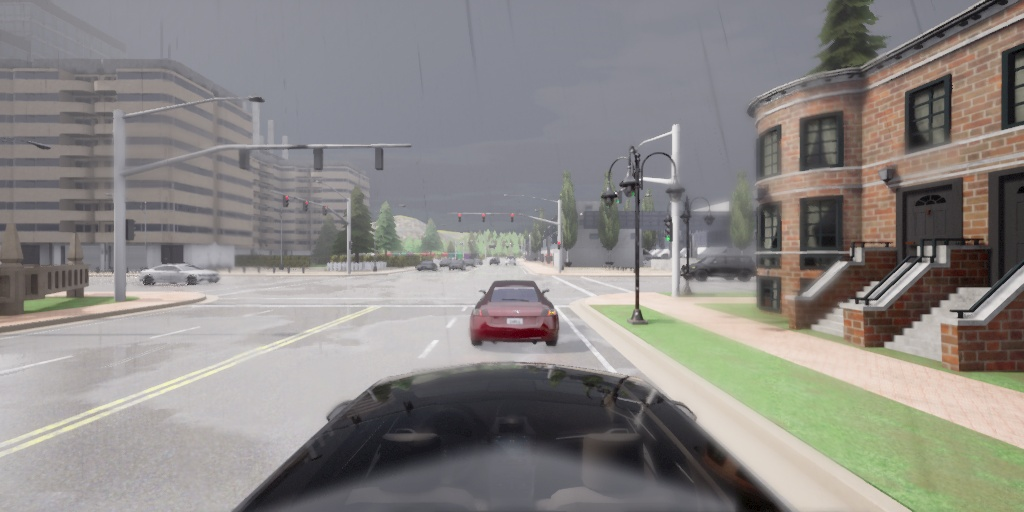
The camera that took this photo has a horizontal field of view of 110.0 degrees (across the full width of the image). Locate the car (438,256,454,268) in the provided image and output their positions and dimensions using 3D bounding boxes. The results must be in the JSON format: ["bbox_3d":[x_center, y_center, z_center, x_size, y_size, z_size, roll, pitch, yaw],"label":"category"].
[{"bbox_3d":[-10.807,1.249,59.075,1.837,1.490,4.892,0,0,0],"label":"car"}]

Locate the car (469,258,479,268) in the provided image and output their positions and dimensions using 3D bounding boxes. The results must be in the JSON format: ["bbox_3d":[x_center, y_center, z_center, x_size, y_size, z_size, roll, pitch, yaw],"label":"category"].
[{"bbox_3d":[-7.305,1.252,61.435,1.837,1.490,4.892,0,0,0],"label":"car"}]

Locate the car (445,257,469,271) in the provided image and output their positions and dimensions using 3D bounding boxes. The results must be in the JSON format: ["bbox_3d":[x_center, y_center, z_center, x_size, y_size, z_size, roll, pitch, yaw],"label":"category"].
[{"bbox_3d":[-7.272,1.250,48.125,1.837,1.490,4.892,0,0,0],"label":"car"}]

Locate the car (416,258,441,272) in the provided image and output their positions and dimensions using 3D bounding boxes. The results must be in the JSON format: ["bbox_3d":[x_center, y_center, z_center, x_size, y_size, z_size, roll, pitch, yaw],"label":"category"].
[{"bbox_3d":[-10.767,1.311,45.701,1.994,1.385,4.181,0,0,0],"label":"car"}]

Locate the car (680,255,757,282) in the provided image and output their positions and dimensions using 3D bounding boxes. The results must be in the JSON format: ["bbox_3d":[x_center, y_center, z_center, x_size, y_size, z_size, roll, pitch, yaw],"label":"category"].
[{"bbox_3d":[16.084,0.969,28.106,5.566,2.045,2.150,0,0,-1],"label":"car"}]

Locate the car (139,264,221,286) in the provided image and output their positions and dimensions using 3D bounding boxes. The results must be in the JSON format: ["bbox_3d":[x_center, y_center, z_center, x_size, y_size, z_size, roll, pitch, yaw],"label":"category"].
[{"bbox_3d":[-22.749,1.274,24.597,4.674,1.442,1.812,0,0,0],"label":"car"}]

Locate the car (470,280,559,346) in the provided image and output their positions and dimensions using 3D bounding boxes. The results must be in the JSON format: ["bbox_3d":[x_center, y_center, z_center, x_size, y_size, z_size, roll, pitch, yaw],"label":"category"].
[{"bbox_3d":[0.056,1.313,9.396,1.994,1.385,4.181,0,0,0],"label":"car"}]
